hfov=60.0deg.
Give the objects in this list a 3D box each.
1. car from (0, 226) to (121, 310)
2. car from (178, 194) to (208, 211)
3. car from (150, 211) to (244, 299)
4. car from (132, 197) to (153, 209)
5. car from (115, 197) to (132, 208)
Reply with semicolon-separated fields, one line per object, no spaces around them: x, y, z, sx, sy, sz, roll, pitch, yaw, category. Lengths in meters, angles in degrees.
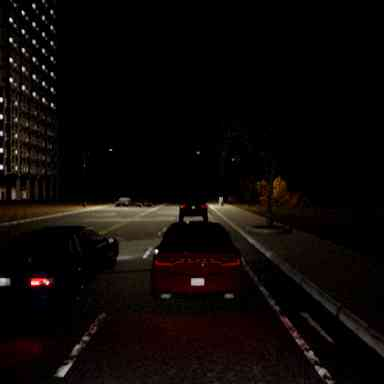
-3.148;1.538;8.033;2.033;1.411;5.357;0;0;0;car
0.104;1.191;26.536;2.150;2.045;5.566;0;0;0;car
0.102;1.468;8.458;1.882;1.535;5.008;0;0;0;car
-6.523;1.470;45.675;1.812;1.442;4.674;0;0;1;car
-9.745;1.488;48.459;2.033;1.411;5.357;0;0;0;car
